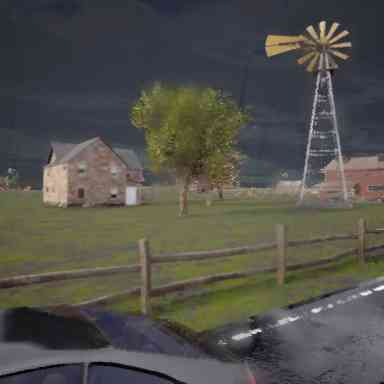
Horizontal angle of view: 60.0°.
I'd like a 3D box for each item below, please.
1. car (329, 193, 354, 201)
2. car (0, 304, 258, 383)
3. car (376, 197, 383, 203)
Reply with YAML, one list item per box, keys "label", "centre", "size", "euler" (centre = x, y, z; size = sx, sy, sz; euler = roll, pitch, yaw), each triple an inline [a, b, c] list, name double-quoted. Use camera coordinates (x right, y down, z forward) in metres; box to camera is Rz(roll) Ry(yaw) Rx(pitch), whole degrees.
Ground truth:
- label: "car"
  centre: [30.376, 0.957, 67.857]
  size: [2.097, 1.767, 4.553]
  euler: [1, 0, -35]
- label: "car"
  centre: [-1.480, 1.564, 1.987]
  size: [4.181, 1.385, 1.994]
  euler: [0, 0, -35]
- label: "car"
  centre: [35.732, 1.276, 60.298]
  size: [1.994, 1.385, 4.181]
  euler: [1, 0, -35]
